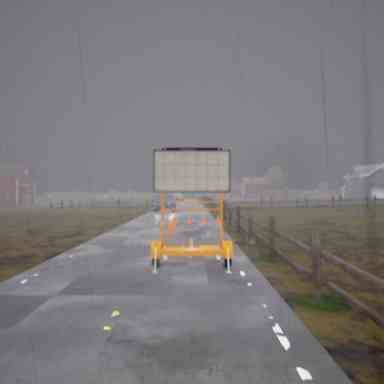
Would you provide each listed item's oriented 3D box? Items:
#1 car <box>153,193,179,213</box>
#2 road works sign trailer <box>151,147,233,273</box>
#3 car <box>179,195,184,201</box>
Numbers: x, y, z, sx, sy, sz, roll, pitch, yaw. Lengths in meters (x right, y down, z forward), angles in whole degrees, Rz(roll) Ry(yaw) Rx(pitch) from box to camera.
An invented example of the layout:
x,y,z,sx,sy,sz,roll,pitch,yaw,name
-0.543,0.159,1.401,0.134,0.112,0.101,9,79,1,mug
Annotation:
x,y,z,sx,sy,sz,roll,pitch,yaw,name
-2.855,1.146,35.742,2.150,2.045,5.566,0,0,0,car
-0.002,0.416,10.427,2.380,3.560,2.880,0,0,0,road works sign trailer
-2.762,1.495,76.208,1.882,1.535,5.008,0,0,0,car
